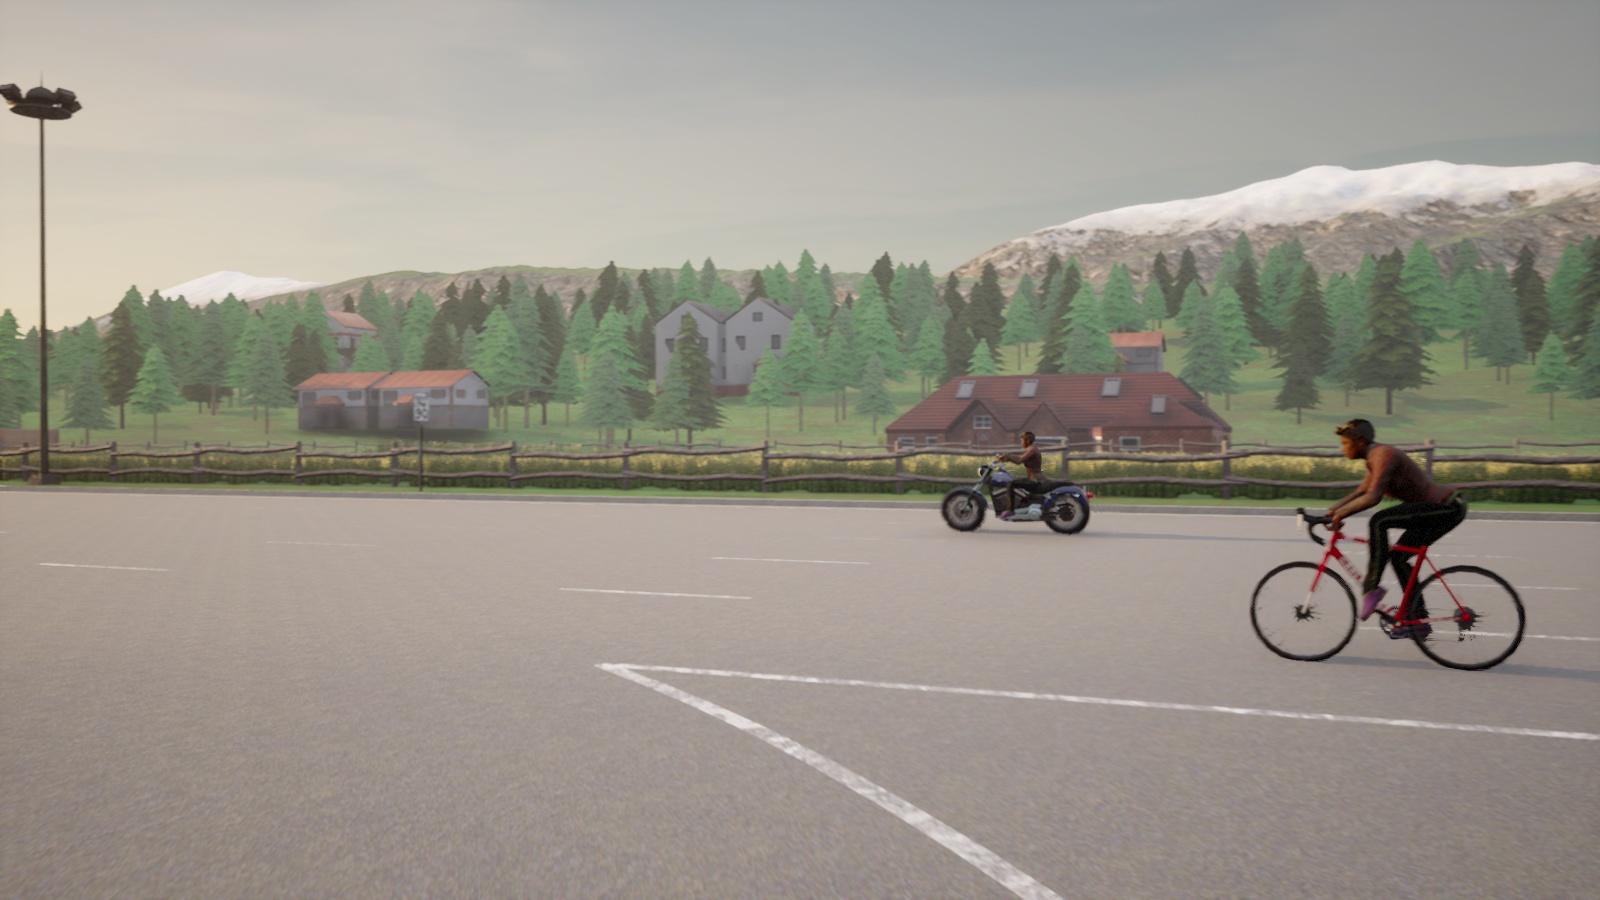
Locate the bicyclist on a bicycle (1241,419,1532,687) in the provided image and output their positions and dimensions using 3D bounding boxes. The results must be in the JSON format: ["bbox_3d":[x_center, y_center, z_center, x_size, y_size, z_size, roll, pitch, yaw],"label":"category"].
[{"bbox_3d":[3.750,0.622,8.149,1.656,1.620,0.582,0,0,22],"label":"bicyclist on a bicycle"}]

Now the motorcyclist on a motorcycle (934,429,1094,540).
[{"bbox_3d":[3.331,0.514,19.606,2.350,1.649,0.766,0,1,22],"label":"motorcyclist on a motorcycle"}]
